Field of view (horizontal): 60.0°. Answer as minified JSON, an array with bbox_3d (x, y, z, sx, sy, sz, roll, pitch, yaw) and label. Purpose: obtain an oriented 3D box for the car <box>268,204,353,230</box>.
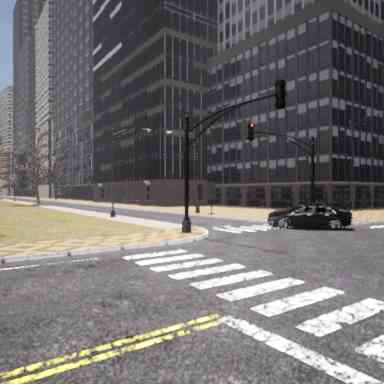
[{"bbox_3d":[7.182,1.501,20.498,4.892,1.490,1.837,0,4,14],"label":"car"}]
